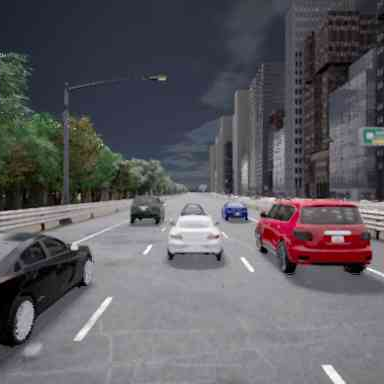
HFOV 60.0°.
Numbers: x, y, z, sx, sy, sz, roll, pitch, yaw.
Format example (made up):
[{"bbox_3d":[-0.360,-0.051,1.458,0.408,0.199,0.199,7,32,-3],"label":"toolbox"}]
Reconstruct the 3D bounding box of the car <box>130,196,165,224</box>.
[{"bbox_3d":[-3.416,1.319,26.107,2.150,2.045,5.566,0,0,0],"label":"car"}]

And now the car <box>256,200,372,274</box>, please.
[{"bbox_3d":[3.589,1.262,10.862,2.150,2.045,5.566,0,0,0],"label":"car"}]

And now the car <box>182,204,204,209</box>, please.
[{"bbox_3d":[0.084,1.667,27.715,1.994,1.385,4.181,0,0,0],"label":"car"}]

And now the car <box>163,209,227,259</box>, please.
[{"bbox_3d":[0.099,1.572,12.613,1.812,1.442,4.674,0,0,0],"label":"car"}]

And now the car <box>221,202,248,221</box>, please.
[{"bbox_3d":[3.584,1.585,28.606,1.882,1.535,5.008,0,0,0],"label":"car"}]

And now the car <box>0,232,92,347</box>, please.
[{"bbox_3d":[-3.427,1.501,6.390,1.882,1.535,5.008,0,0,0],"label":"car"}]

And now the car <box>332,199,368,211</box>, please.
[{"bbox_3d":[23.528,1.896,49.636,2.128,1.511,4.902,0,0,-16],"label":"car"}]
